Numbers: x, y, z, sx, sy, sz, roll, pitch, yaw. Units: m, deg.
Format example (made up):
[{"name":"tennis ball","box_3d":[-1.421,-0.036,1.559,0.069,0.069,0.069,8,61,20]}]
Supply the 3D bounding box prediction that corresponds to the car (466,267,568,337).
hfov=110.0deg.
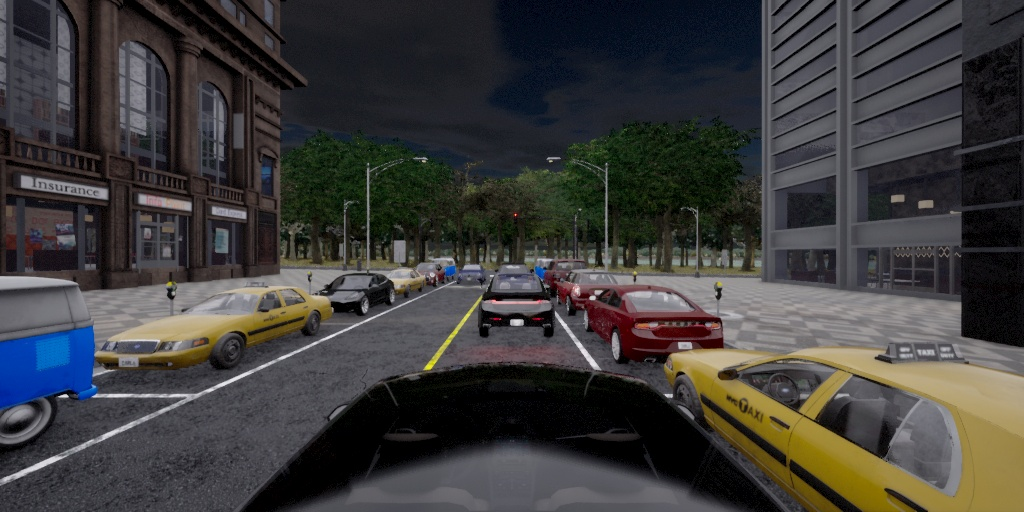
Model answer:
[{"name":"car","box_3d":[0.111,1.242,10.269,2.128,1.511,4.902,0,0,0]}]

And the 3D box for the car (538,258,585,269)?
[{"name":"car","box_3d":[2.783,1.066,18.831,2.192,1.841,5.009,0,0,0]}]

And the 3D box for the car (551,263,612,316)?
[{"name":"car","box_3d":[2.776,1.190,13.393,1.967,1.591,4.097,0,0,0]}]

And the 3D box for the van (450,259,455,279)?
[{"name":"van","box_3d":[-5.729,1.095,29.716,1.690,1.789,3.998,0,0,0]}]

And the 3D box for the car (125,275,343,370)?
[{"name":"car","box_3d":[-5.756,1.275,7.796,1.751,1.417,4.829,0,0,0]}]

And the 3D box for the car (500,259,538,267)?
[{"name":"car","box_3d":[0.122,1.104,19.234,2.097,1.767,4.553,0,0,1]}]

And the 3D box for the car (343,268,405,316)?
[{"name":"car","box_3d":[-5.749,1.316,13.403,1.948,1.339,4.313,0,0,0]}]

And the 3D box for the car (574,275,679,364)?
[{"name":"car","box_3d":[2.769,1.295,7.956,1.888,1.381,4.507,0,0,0]}]

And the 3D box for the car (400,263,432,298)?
[{"name":"car","box_3d":[-5.743,1.277,18.671,1.751,1.417,4.829,0,0,0]}]

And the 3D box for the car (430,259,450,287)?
[{"name":"car","box_3d":[-5.736,1.192,24.278,1.967,1.591,4.097,0,0,0]}]

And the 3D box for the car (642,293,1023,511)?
[{"name":"car","box_3d":[2.763,1.275,2.688,1.751,1.417,4.829,0,0,0]}]

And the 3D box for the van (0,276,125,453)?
[{"name":"van","box_3d":[-5.762,1.091,2.529,1.690,1.789,3.998,0,0,0]}]

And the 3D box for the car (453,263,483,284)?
[{"name":"car","box_3d":[-2.969,1.314,27.097,1.812,1.442,4.674,0,0,0]}]
